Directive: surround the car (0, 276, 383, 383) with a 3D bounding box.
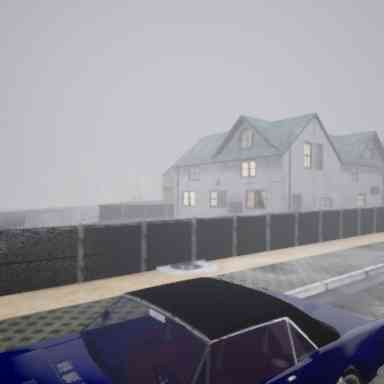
[{"bbox_3d":[-0.190,1.618,2.953,4.718,1.301,1.895,0,0,-38],"label":"car"}]
